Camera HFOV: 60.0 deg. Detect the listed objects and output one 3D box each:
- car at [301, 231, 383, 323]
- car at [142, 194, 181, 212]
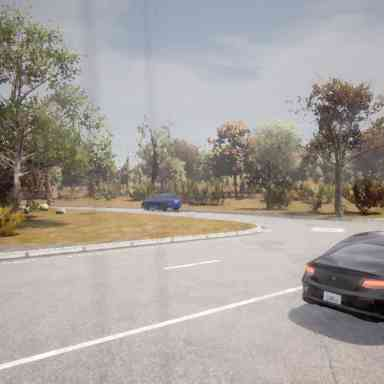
[{"bbox_3d":[4.103,1.526,6.677,4.674,1.442,1.812,0,0,-36],"label":"car"},{"bbox_3d":[-3.700,1.265,39.939,2.150,2.045,5.566,0,0,-45],"label":"car"}]
